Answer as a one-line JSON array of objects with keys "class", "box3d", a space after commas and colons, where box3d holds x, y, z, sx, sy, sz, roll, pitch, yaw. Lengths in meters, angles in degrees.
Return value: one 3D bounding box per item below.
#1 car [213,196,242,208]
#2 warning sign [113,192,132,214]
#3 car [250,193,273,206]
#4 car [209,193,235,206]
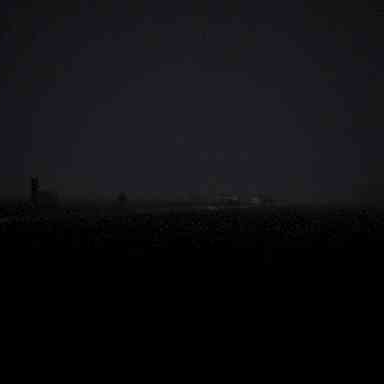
[{"class": "car", "box3d": [5.502, 1.571, 48.610, 1.895, 1.301, 4.718, 1, 0, 37]}, {"class": "warning sign", "box3d": [-6.053, 0.948, 29.015, 1.300, 1.860, 1.060, 1, 1, 37]}, {"class": "car", "box3d": [12.129, 1.259, 57.585, 2.150, 2.045, 5.566, 1, 0, 37]}, {"class": "car", "box3d": [4.884, 1.185, 52.510, 2.150, 2.045, 5.566, 1, 0, 37]}]
